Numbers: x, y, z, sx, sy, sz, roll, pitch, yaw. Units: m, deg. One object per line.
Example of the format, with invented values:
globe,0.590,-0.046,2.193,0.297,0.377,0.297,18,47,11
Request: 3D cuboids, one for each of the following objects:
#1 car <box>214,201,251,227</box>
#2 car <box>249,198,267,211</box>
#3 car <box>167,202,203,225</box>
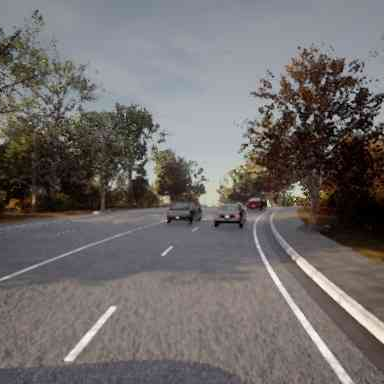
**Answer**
car,2.646,1.517,22.476,2.033,1.411,5.357,-1,0,12
car,7.760,1.411,39.751,1.882,1.535,5.008,-1,-1,20
car,-0.455,1.493,24.429,2.128,1.511,4.902,-1,0,12
